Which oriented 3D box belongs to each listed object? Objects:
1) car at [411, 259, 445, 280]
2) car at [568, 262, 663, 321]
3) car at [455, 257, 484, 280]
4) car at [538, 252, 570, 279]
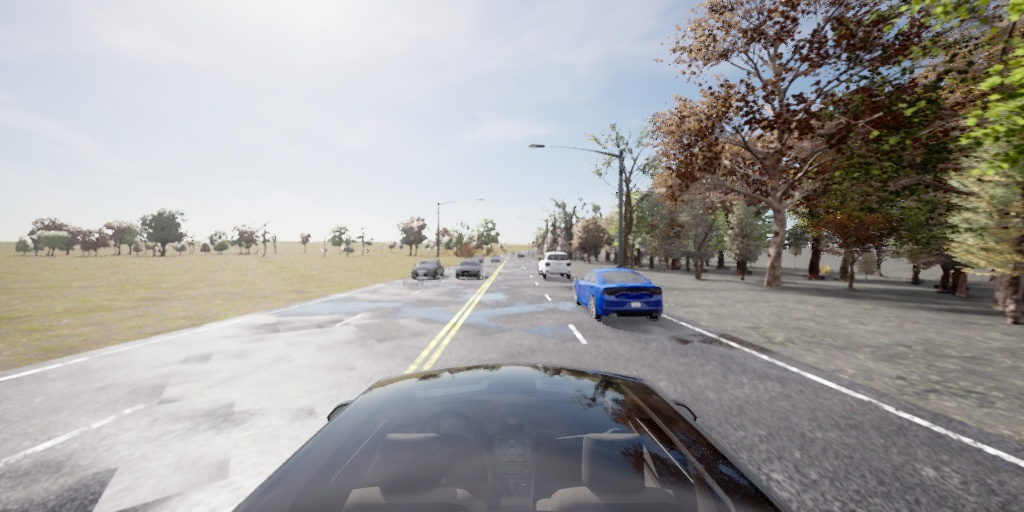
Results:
[{"bbox_3d":[-6.582,1.015,28.453,2.128,1.511,4.902,0,0,0],"label":"car"},{"bbox_3d":[3.351,1.137,12.163,1.882,1.535,5.008,0,1,0],"label":"car"},{"bbox_3d":[-3.331,1.029,28.441,1.837,1.490,4.892,0,0,0],"label":"car"},{"bbox_3d":[3.374,0.719,28.812,2.150,2.045,5.566,1,1,0],"label":"car"}]
